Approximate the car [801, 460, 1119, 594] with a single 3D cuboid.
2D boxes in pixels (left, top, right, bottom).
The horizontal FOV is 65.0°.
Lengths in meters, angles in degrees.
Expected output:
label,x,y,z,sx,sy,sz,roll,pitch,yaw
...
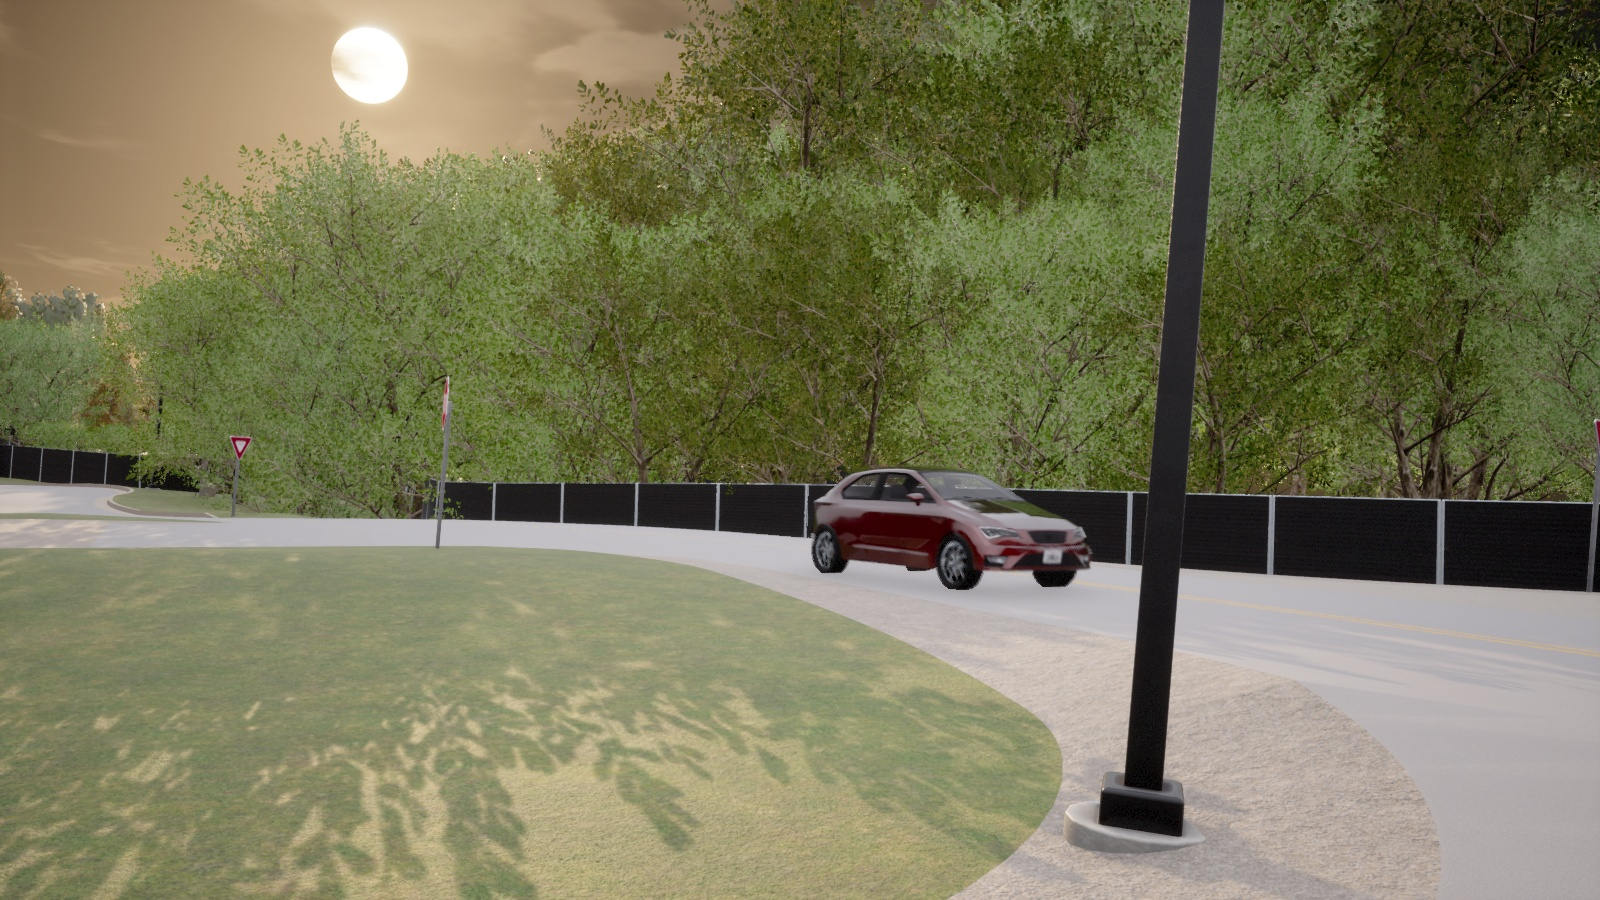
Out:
label,x,y,z,sx,sy,sz,roll,pitch,yaw
car,1.897,0.920,16.178,1.816,1.474,4.193,1,-2,-32
